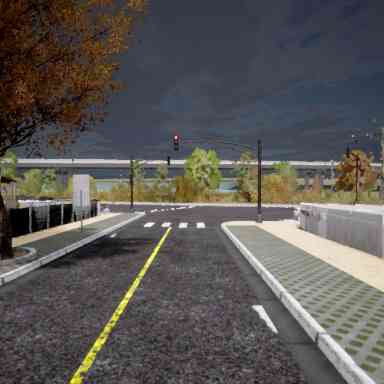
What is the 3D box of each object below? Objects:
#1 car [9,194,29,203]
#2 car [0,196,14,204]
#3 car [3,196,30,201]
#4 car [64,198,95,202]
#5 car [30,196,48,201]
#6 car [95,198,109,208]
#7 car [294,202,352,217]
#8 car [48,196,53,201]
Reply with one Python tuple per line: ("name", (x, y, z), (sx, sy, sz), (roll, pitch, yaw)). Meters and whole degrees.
("car", (-38.943, 1.440, 74.653), (4.553, 1.767, 2.097), (-1, 2, 36))
("car", (-40.872, 1.720, 72.047), (4.902, 1.511, 2.128), (-1, 2, 36))
("car", (-30.074, 1.860, 56.104), (5.008, 1.535, 1.882), (-1, 2, 36))
("car", (-16.194, 1.737, 45.967), (5.008, 1.535, 1.882), (0, 2, 36))
("car", (-28.371, 1.821, 58.910), (5.357, 1.411, 2.033), (-1, 2, 37))
("car", (-14.205, 1.627, 48.538), (5.008, 1.535, 1.882), (0, 2, 36))
("car", (10.591, 1.550, 26.550), (4.674, 1.442, 1.812), (-1, 1, 28))
("car", (-30.523, 1.600, 68.545), (4.892, 1.490, 1.837), (-1, 2, 36))
